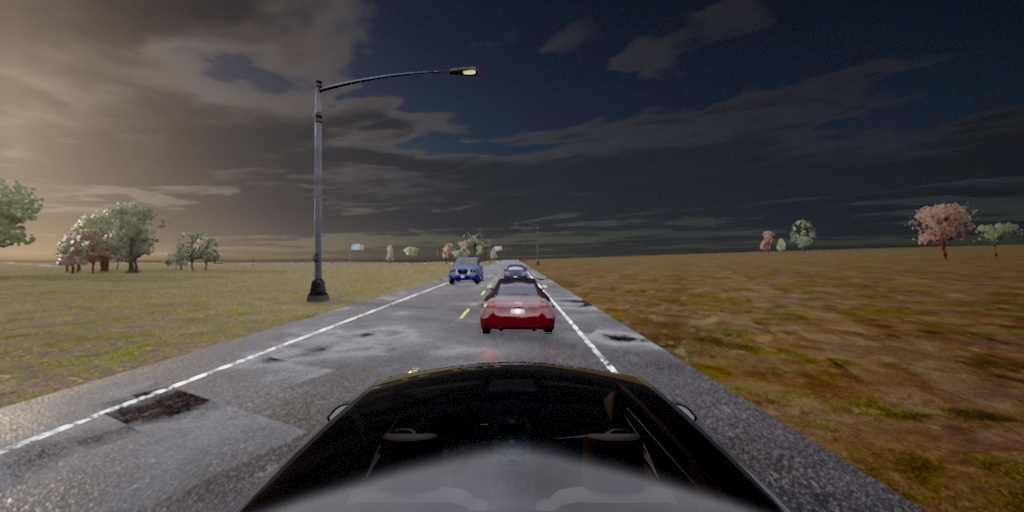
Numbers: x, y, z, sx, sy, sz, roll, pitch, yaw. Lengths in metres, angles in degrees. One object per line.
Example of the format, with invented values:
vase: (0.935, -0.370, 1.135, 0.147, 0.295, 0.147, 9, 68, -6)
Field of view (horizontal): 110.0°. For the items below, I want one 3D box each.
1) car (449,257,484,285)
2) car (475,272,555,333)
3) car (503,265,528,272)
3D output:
car: (-3.425, 1.089, 27.755, 2.150, 2.045, 5.566, 0, 0, 0)
car: (0.160, 1.356, 10.916, 1.994, 1.385, 4.181, 0, 0, 1)
car: (0.288, 1.397, 28.607, 1.812, 1.442, 4.674, 0, 0, 1)
